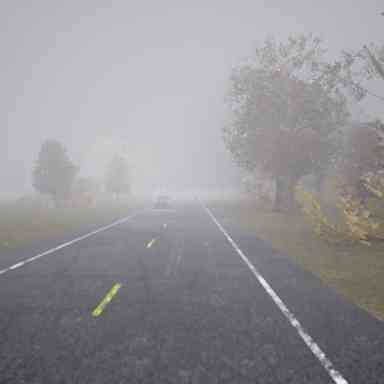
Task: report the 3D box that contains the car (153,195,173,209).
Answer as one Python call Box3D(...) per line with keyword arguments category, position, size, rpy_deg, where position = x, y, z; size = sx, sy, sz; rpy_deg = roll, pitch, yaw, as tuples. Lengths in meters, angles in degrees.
Box3D(category="car", position=(-3.585, 1.173, 41.630), size=(2.097, 1.767, 4.553), rpy_deg=(0, 0, 0))

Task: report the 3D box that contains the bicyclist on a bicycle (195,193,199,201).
Box3D(category="bicyclist on a bicycle", position=(0.957, 1.152, 64.868), size=(0.866, 1.612, 1.509), rpy_deg=(0, 0, 0))

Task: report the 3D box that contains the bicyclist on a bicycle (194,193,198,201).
Box3D(category="bicyclist on a bicycle", position=(0.956, 1.109, 73.935), size=(0.866, 1.612, 1.509), rpy_deg=(0, 0, 0))

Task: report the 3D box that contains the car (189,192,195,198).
Box3D(category="car", position=(-0.005, 1.081, 90.930), size=(1.895, 1.301, 4.718), rpy_deg=(0, 0, 0))
